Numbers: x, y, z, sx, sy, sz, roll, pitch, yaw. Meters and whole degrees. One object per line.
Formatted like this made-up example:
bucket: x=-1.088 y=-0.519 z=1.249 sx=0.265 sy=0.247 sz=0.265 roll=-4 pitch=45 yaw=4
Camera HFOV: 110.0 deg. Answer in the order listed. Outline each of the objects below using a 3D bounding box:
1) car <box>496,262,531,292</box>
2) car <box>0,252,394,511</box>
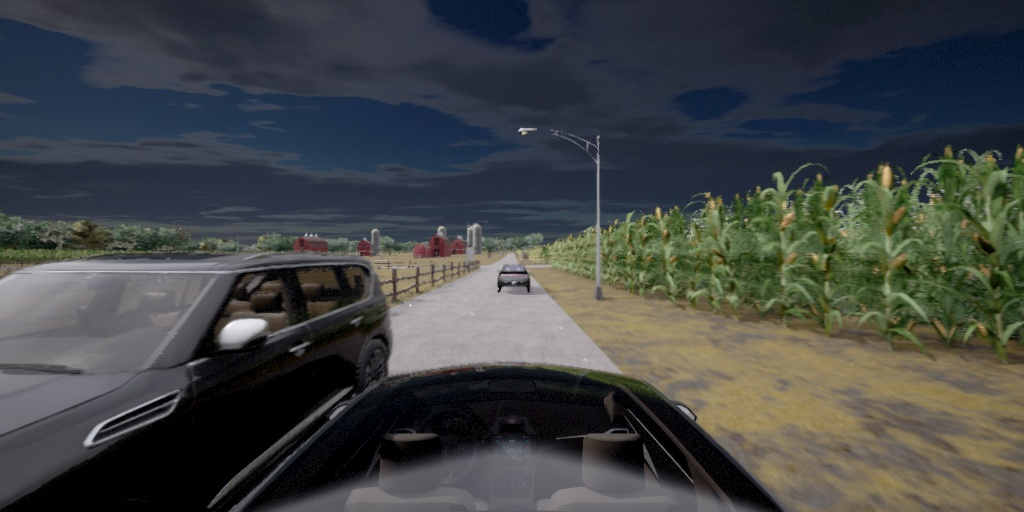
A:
car: x=0.109 y=1.230 z=21.392 sx=2.128 sy=1.511 sz=4.902 roll=0 pitch=0 yaw=0
car: x=-2.832 y=0.973 z=3.142 sx=2.150 sy=2.045 sz=5.566 roll=0 pitch=0 yaw=0
